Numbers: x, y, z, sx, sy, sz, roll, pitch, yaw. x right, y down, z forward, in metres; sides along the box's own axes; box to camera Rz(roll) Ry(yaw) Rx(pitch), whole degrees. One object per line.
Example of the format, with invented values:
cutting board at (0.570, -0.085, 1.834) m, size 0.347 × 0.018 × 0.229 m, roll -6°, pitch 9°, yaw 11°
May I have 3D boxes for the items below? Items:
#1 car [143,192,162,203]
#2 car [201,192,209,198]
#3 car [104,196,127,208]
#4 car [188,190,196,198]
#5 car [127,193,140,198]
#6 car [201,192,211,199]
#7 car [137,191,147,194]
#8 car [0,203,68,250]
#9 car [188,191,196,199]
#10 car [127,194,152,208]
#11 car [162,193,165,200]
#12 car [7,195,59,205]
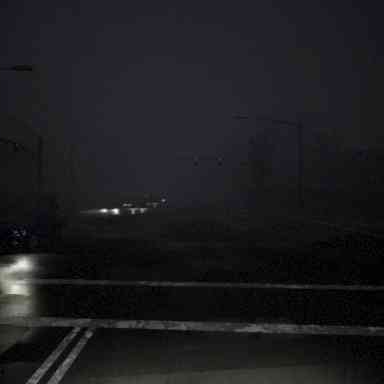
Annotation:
car at (-7.145, 1.229, 60.488) m, size 2.033 × 1.411 × 5.357 m, roll 0°, pitch 1°, yaw 0°
car at (3.392, 0.673, 87.796) m, size 1.812 × 1.442 × 4.674 m, roll 0°, pitch 1°, yaw 0°
car at (-10.657, 1.474, 45.722) m, size 1.895 × 1.301 × 4.718 m, roll 0°, pitch 1°, yaw 0°
car at (-0.108, 0.505, 87.758) m, size 2.097 × 1.767 × 4.553 m, roll 0°, pitch 1°, yaw 0°
car at (-10.651, 1.299, 57.035) m, size 1.994 × 1.385 × 4.181 m, roll 0°, pitch 1°, yaw 0°
car at (3.405, 0.951, 77.666) m, size 1.895 × 1.301 × 4.718 m, roll 0°, pitch 1°, yaw 0°
car at (-10.587, 0.725, 70.600) m, size 2.150 × 2.045 × 5.566 m, roll 0°, pitch 1°, yaw 0°
car at (-7.106, 1.478, 14.540) m, size 1.882 × 1.535 × 5.008 m, roll 0°, pitch 0°, yaw 0°
car at (-0.094, 0.904, 77.264) m, size 2.033 × 1.411 × 5.357 m, roll 0°, pitch 1°, yaw 0°
car at (-7.186, 1.415, 45.917) m, size 2.033 × 1.411 × 5.357 m, roll 0°, pitch 1°, yaw -2°
car at (-7.092, 0.888, 74.967) m, size 1.882 × 1.535 × 5.008 m, roll 0°, pitch 1°, yaw 0°
car at (-10.629, 1.216, 22.135) m, size 2.150 × 2.045 × 5.566 m, roll 0°, pitch 0°, yaw 0°
